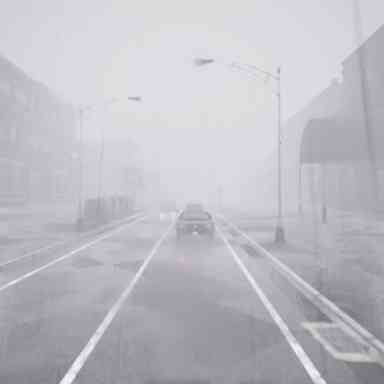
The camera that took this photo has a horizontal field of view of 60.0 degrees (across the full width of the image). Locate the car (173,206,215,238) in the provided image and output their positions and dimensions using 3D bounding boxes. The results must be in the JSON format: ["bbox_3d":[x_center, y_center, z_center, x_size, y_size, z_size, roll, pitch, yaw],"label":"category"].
[{"bbox_3d":[0.161,1.643,17.747,1.895,1.301,4.718,0,0,0],"label":"car"}]

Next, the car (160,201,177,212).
[{"bbox_3d":[-2.941,1.782,41.833,1.895,1.301,4.718,0,0,0],"label":"car"}]

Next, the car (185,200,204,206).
[{"bbox_3d":[0.225,1.620,36.041,1.882,1.535,5.008,0,0,0],"label":"car"}]
